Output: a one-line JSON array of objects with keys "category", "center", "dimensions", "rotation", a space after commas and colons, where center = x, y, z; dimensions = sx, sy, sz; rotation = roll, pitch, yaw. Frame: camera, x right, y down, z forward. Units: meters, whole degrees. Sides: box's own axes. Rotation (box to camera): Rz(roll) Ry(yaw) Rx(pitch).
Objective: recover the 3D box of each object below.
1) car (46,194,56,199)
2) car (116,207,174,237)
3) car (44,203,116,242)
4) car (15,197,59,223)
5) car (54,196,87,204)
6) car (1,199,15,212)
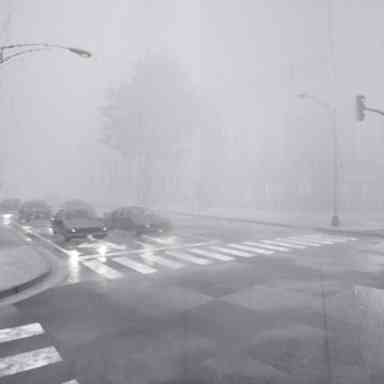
[{"category": "car", "center": [-26.701, 1.128, 63.259], "dimensions": [1.812, 1.442, 4.674], "rotation": [0, 0, -35]}, {"category": "car", "center": [-3.223, 1.550, 18.714], "dimensions": [2.033, 1.411, 5.357], "rotation": [0, 1, -39]}, {"category": "car", "center": [-5.872, 1.553, 16.918], "dimensions": [2.033, 1.411, 5.357], "rotation": [0, 0, -32]}, {"category": "car", "center": [-11.947, 1.425, 25.405], "dimensions": [1.837, 1.490, 4.892], "rotation": [0, 1, -35]}, {"category": "car", "center": [-9.575, 1.406, 27.678], "dimensions": [2.128, 1.511, 4.902], "rotation": [0, 0, -35]}, {"category": "car", "center": [-19.080, 1.423, 35.434], "dimensions": [1.895, 1.301, 4.718], "rotation": [0, 1, -36]}]
